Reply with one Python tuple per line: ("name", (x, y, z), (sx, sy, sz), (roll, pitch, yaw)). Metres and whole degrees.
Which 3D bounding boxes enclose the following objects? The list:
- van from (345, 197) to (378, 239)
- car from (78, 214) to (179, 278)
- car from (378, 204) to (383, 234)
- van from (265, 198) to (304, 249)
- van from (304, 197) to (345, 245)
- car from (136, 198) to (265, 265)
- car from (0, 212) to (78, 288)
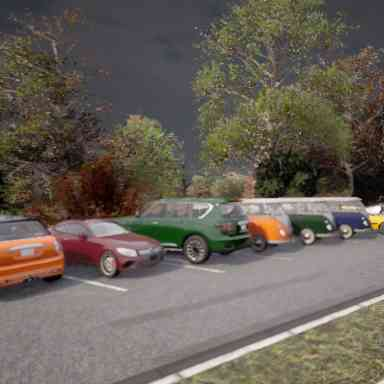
("van", (6.812, 1.262, 17.152), (4.442, 1.987, 1.878), (-1, -1, 34))
("car", (-2.960, 1.540, 10.276), (4.674, 1.452, 2.002), (-1, -1, 34))
("car", (9.290, 1.482, 18.842), (5.366, 1.575, 1.946), (-1, -1, 34))
("van", (1.974, 1.267, 13.678), (4.442, 1.987, 1.878), (-1, -1, 34))
("van", (4.393, 1.265, 15.415), (4.442, 1.987, 1.878), (-1, -1, 34))
("car", (-0.568, 1.246, 12.023), (5.566, 2.045, 2.435), (-1, 0, 34))
("car", (-5.358, 1.376, 8.520), (4.553, 1.767, 2.185), (-1, 0, 34))
